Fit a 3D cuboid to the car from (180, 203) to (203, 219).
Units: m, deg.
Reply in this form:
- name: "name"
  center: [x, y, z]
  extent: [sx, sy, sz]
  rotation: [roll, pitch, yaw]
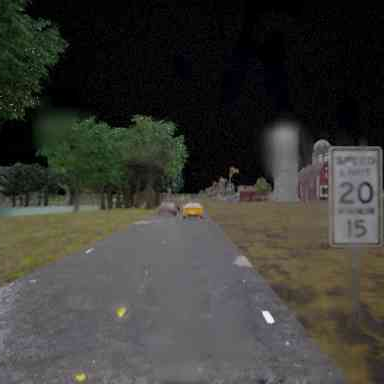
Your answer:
- name: "car"
  center: [0.111, 1.828, 33.665]
  extent: [1.882, 1.535, 5.008]
  rotation: [0, -1, 1]

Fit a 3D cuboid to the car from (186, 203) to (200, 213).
- name: "car"
  center: [0.174, 2.169, 46.433]
  extent: [1.895, 1.301, 4.718]
  rotation: [0, -1, 1]

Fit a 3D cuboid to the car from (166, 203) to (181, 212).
- name: "car"
  center: [-2.601, 2.207, 48.196]
  extent: [1.895, 1.301, 4.718]
  rotation: [0, -1, 0]

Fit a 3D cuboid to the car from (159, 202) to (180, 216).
- name: "car"
  center: [-2.634, 1.889, 37.429]
  extent: [1.882, 1.535, 5.008]
  rotation: [0, -1, 0]
